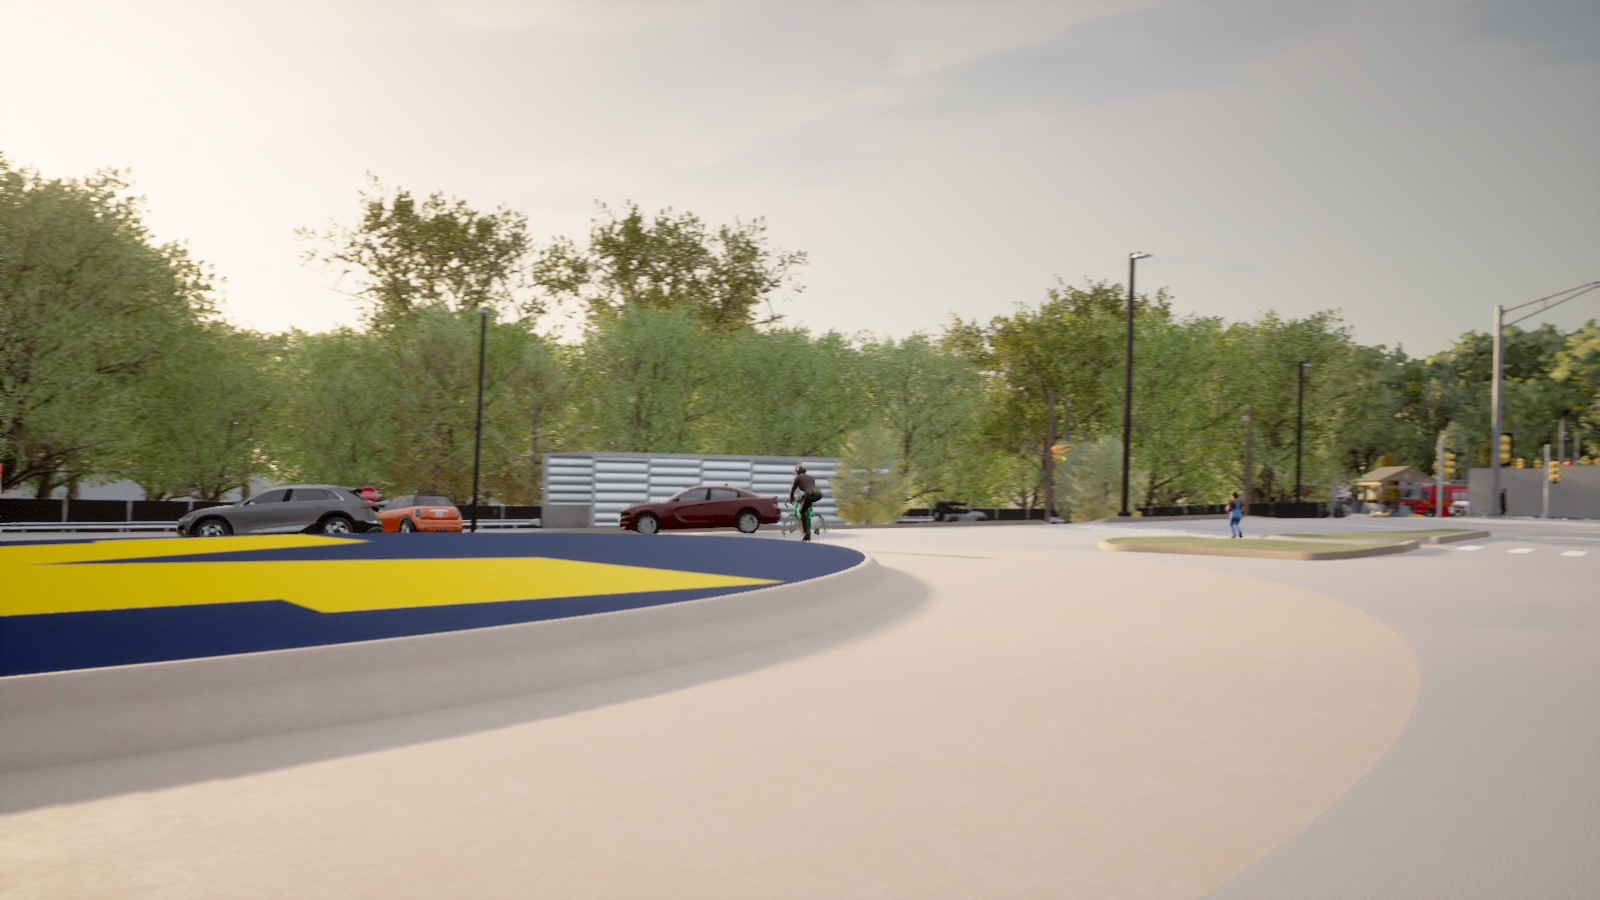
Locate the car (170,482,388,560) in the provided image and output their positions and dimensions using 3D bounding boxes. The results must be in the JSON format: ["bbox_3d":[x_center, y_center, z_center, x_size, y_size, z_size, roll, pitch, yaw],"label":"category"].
[{"bbox_3d":[-13.165,1.818,32.057,4.856,1.649,2.033,-1,-8,-14],"label":"car"}]

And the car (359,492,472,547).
[{"bbox_3d":[-14.264,2.596,46.442,2.097,1.767,4.553,4,-8,-44],"label":"car"}]

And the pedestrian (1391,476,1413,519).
[{"bbox_3d":[26.317,2.084,54.892,0.709,1.840,0.431,3,-2,-16],"label":"pedestrian"}]

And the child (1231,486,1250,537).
[{"bbox_3d":[11.103,1.546,31.664,0.270,1.263,0.437,2,-2,-8],"label":"child"}]

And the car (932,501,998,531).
[{"bbox_3d":[10.786,4.274,82.216,3.866,1.878,1.905,1,-1,-29],"label":"car"}]

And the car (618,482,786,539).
[{"bbox_3d":[-2.996,1.865,38.688,5.008,1.535,1.882,-2,-2,-4],"label":"car"}]

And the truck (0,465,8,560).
[{"bbox_3d":[-23.768,1.576,32.664,5.204,2.467,2.627,2,-2,-31],"label":"truck"}]

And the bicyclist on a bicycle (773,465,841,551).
[{"bbox_3d":[0.116,1.146,24.695,0.582,1.620,1.656,2,-4,-30],"label":"bicyclist on a bicycle"}]

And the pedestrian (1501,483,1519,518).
[{"bbox_3d":[40.316,2.886,71.319,0.423,1.949,0.788,3,-2,-32],"label":"pedestrian"}]
